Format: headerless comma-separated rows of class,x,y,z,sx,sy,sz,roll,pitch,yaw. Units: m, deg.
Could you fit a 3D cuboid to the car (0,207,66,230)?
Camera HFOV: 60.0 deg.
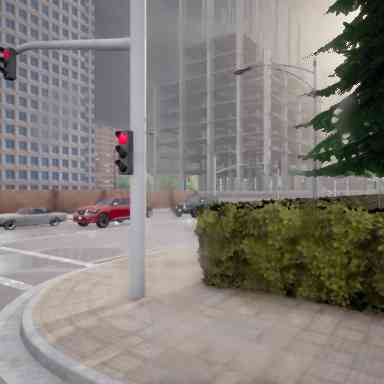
car,-10.737,1.656,21.785,1.895,1.301,4.718,0,0,35

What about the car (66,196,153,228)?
car,-5.495,1.277,23.153,2.150,2.045,5.566,0,0,33

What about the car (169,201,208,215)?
car,-0.300,1.656,36.430,1.895,1.301,4.718,0,0,36

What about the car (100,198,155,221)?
car,-5.526,1.407,29.115,2.097,1.767,4.553,0,0,35

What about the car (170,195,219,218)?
car,0.539,1.277,31.582,2.150,2.045,5.566,0,0,36
